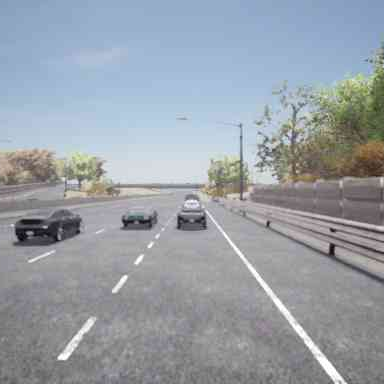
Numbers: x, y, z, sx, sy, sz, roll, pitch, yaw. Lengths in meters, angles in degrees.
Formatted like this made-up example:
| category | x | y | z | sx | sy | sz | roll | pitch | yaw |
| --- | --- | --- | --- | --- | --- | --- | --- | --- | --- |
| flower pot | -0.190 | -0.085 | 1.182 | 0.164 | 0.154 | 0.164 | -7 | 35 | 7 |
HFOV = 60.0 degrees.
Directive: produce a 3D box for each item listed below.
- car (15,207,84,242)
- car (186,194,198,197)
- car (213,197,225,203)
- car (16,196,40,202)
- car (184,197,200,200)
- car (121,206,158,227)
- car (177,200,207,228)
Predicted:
| category | x | y | z | sx | sy | sz | roll | pitch | yaw |
| --- | --- | --- | --- | --- | --- | --- | --- | --- | --- |
| car | -6.906 | 1.516 | 16.583 | 1.837 | 1.490 | 4.892 | 0 | 0 | 0 |
| car | -0.001 | 1.300 | 51.942 | 2.150 | 2.045 | 5.566 | 0 | 0 | 1 |
| car | 7.213 | 2.141 | 87.578 | 2.033 | 1.411 | 5.357 | 0 | -1 | 24 |
| car | -24.526 | 1.403 | 49.872 | 2.128 | 1.511 | 4.902 | 0 | 0 | 0 |
| car | -0.018 | 1.567 | 33.707 | 1.812 | 1.442 | 4.674 | 0 | 0 | 0 |
| car | -3.412 | 1.621 | 22.655 | 1.895 | 1.301 | 4.718 | 0 | 0 | 0 |
| car | -0.012 | 1.512 | 22.628 | 2.128 | 1.511 | 4.902 | 0 | 0 | 0 |
